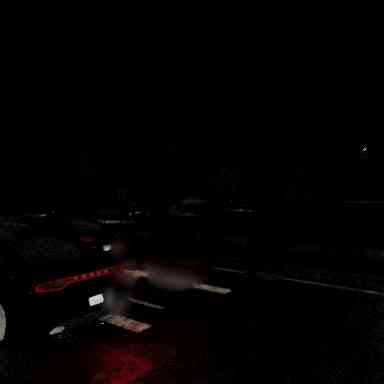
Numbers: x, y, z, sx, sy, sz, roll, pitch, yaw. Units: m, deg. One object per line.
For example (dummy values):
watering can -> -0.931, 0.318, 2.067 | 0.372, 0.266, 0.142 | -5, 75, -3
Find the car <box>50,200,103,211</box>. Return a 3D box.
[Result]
car -> -11.768, 1.528, 34.114 | 2.033, 1.411, 5.357 | 0, 0, 36

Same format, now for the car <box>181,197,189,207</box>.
car -> -0.207, 1.506, 49.896 | 1.812, 1.442, 4.674 | 0, 0, 36

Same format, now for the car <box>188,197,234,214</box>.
car -> 2.125, 1.465, 35.319 | 1.882, 1.535, 5.008 | 0, 0, 36

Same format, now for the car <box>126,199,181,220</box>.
car -> -3.382, 1.492, 27.788 | 1.837, 1.490, 4.892 | 0, 0, 36

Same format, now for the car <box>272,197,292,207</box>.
car -> 14.031, 1.493, 51.539 | 1.837, 1.490, 4.892 | 0, 0, 37

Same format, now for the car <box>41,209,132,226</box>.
car -> -4.454, 1.519, 11.465 | 4.674, 1.442, 1.812 | 0, 0, 36

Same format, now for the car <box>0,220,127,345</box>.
car -> -3.458, 1.473, 6.458 | 5.008, 1.535, 1.882 | 0, 0, 35

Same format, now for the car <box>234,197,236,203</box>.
car -> 7.397, 1.529, 60.178 | 2.033, 1.411, 5.357 | 0, 0, 36

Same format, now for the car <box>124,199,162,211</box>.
car -> -6.076, 1.581, 41.890 | 1.895, 1.301, 4.718 | 0, 0, 36

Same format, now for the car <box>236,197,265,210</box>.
car -> 7.893, 1.552, 43.171 | 1.994, 1.385, 4.181 | 0, 0, 37
